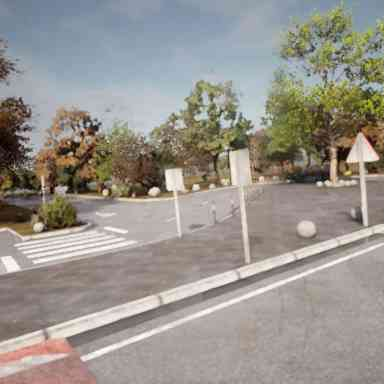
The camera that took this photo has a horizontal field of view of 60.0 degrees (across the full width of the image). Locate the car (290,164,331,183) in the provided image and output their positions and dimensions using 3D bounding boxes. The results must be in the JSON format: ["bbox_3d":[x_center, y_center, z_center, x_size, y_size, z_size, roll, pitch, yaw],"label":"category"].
[{"bbox_3d":[15.604,-2.419,43.078,5.566,2.045,2.150,-3,5,13],"label":"car"}]
